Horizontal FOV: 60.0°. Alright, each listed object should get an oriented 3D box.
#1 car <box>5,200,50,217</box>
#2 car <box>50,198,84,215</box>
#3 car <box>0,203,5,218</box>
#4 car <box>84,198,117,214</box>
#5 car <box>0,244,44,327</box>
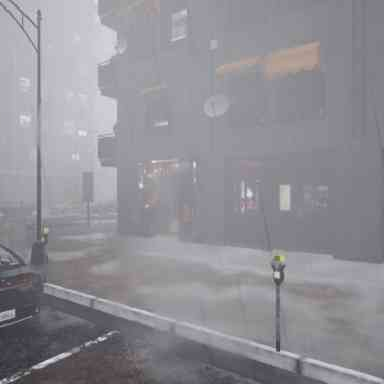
[{"bbox_3d":[-13.964,1.350,26.110,2.008,1.369,4.403,1,1,35],"label":"car"},{"bbox_3d":[-10.862,1.250,30.526,1.752,1.417,4.829,1,1,35],"label":"car"},{"bbox_3d":[-15.217,1.112,20.584,2.150,2.045,5.566,0,2,41],"label":"car"},{"bbox_3d":[-7.404,1.256,30.960,1.994,1.385,4.181,0,1,35],"label":"car"},{"bbox_3d":[-4.456,1.551,6.073,4.403,1.369,2.008,0,0,36],"label":"car"}]
